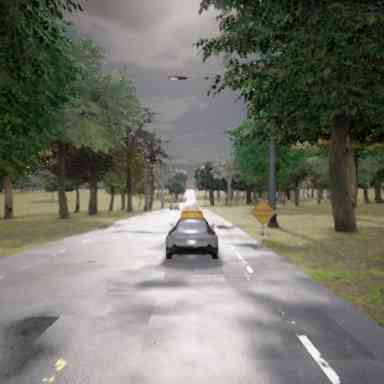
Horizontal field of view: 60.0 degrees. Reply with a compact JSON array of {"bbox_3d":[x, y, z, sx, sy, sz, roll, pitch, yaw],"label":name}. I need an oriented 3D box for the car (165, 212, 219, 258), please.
[{"bbox_3d":[0.016,1.714,13.463,1.994,1.385,4.181,0,-1,1],"label":"car"}]

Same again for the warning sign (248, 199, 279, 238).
[{"bbox_3d":[3.567,1.307,16.743,1.300,1.860,1.060,1,0,0],"label":"warning sign"}]

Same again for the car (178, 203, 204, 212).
[{"bbox_3d":[0.027,1.885,29.280,1.882,1.535,5.008,0,-1,0],"label":"car"}]

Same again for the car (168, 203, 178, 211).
[{"bbox_3d":[-3.517,2.924,65.199,2.128,1.511,4.902,0,-2,0],"label":"car"}]
